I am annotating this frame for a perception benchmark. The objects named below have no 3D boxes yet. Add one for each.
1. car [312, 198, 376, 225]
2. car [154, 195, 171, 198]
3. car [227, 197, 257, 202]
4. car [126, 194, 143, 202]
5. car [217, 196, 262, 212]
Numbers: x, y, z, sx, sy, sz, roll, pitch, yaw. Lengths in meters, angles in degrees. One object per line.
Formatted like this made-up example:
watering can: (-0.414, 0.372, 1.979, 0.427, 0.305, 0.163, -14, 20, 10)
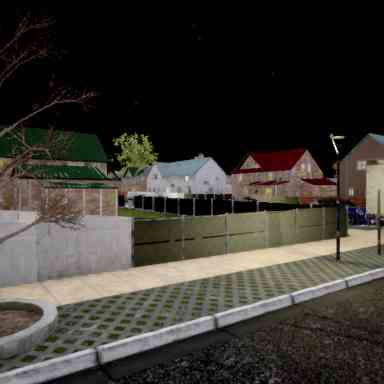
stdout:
car: (10.099, 1.236, 22.689, 2.097, 1.767, 4.553, 0, 1, -32)
car: (-3.730, 1.117, 43.105, 2.128, 1.511, 4.902, 0, 1, -34)
car: (4.348, 1.326, 31.253, 2.033, 1.411, 5.357, 0, 1, -34)
car: (-9.799, 0.990, 57.185, 1.812, 1.442, 4.674, 0, 1, -34)
car: (4.978, 1.220, 35.585, 1.882, 1.535, 5.008, 0, 1, -34)
